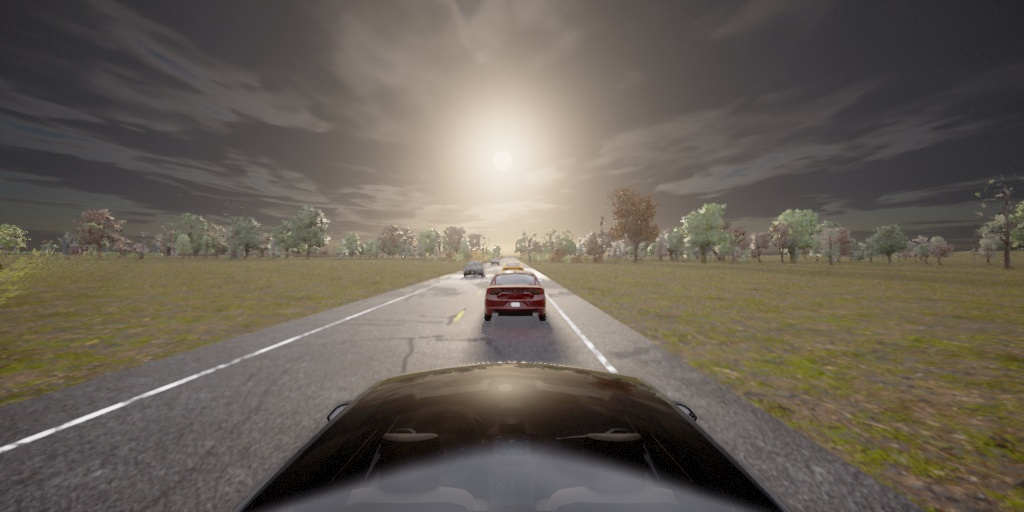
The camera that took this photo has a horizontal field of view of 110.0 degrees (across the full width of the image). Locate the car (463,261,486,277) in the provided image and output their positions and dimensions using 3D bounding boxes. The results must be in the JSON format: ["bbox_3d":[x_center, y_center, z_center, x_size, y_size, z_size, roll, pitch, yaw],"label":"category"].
[{"bbox_3d":[-3.599,1.259,34.922,1.837,1.490,4.892,0,0,0],"label":"car"}]

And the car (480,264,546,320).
[{"bbox_3d":[0.098,1.229,12.670,1.882,1.535,5.008,0,0,0],"label":"car"}]

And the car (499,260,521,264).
[{"bbox_3d":[0.095,1.231,31.062,1.882,1.535,5.008,0,0,0],"label":"car"}]
